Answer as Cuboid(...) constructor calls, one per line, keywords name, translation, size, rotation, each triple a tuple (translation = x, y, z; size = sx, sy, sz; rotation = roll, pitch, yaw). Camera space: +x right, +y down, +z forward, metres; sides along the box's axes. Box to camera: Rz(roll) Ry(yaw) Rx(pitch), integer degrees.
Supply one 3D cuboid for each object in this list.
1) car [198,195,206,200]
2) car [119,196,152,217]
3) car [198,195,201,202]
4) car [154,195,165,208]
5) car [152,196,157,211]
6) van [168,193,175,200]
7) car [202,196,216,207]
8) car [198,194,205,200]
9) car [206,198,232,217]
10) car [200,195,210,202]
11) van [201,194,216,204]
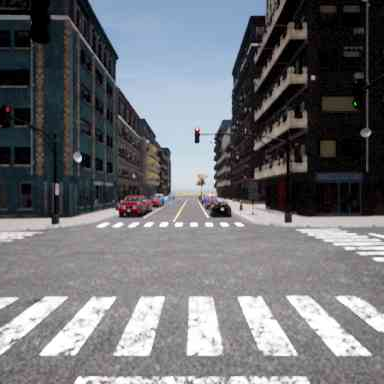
Cuboid(name="car", translation=(2.632, 1.370, 85.923), size=(1.887, 1.381, 4.507), rotation=(0, 0, 0))
Cuboid(name="car", translation=(-5.291, 1.263, 30.408), size=(2.192, 1.841, 5.009), rotation=(0, 0, 0))
Cuboid(name="car", translation=(2.611, 1.331, 58.163), size=(1.967, 1.590, 4.097), rotation=(0, 0, 0))
Cuboid(name="car", translation=(-5.278, 1.459, 47.065), size=(1.887, 1.381, 4.507), rotation=(0, 0, 0))
Cuboid(name="car", translation=(-5.287, 1.482, 35.961), size=(1.887, 1.381, 4.507), rotation=(0, 0, 0))
Cuboid(name="van", translation=(-5.248, 1.166, 85.928), size=(1.690, 1.788, 3.998), rotation=(0, 0, 0))
Cuboid(name="car", translation=(2.598, 1.508, 41.507), size=(1.802, 1.307, 4.206), rotation=(0, 0, 0))
Cuboid(name="car", translation=(2.636, 1.356, 91.476), size=(1.887, 1.381, 4.507), rotation=(0, 0, 0))
Cuboid(name="car", translation=(2.589, 1.514, 30.403), size=(1.947, 1.339, 4.313), rotation=(0, 0, 0))
Cuboid(name="car", translation=(2.619, 1.417, 69.268), size=(2.008, 1.369, 4.403), rotation=(0, 0, 0))
Cuboid(name="van", translation=(2.603, 1.255, 47.059), size=(1.690, 1.788, 3.998), rotation=(0, 0, 0))
